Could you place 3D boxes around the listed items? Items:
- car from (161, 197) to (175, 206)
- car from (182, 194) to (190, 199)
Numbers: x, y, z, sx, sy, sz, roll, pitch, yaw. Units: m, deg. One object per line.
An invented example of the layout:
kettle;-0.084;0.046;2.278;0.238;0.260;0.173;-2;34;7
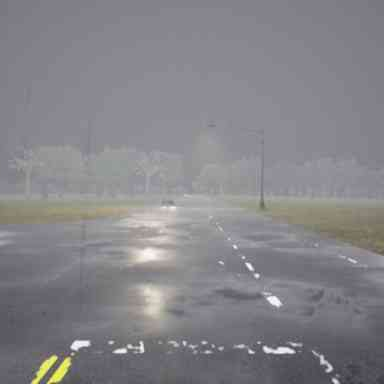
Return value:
car;-3.626;1.480;51.096;1.895;1.301;4.718;0;0;0
car;-1.573;1.244;94.154;1.812;1.442;4.674;0;0;7
